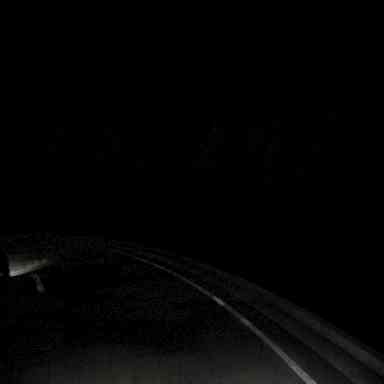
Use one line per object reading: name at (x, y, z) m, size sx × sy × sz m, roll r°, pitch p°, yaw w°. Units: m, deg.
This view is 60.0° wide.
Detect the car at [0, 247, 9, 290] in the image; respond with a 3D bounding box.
car at (-5.065, 1.650, 6.805) m, size 1.994 × 1.385 × 4.181 m, roll 0°, pitch -1°, yaw -22°
